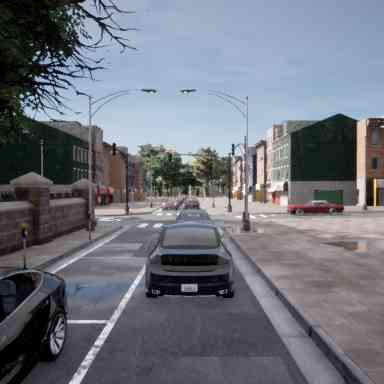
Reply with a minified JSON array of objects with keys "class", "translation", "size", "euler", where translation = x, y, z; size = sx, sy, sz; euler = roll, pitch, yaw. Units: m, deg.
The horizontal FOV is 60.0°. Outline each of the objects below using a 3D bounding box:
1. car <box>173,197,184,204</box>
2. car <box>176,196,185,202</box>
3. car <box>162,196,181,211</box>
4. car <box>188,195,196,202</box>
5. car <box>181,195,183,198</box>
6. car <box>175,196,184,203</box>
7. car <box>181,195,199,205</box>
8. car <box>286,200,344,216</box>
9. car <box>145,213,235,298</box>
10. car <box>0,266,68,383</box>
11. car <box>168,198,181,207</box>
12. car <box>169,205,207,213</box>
[{"class":"car","translation":[-2.733,1.650,68.688],"size":[2.008,1.369,4.403],"euler":[-1,0,0]},{"class":"car","translation":[-2.746,1.693,79.558],"size":[1.947,1.339,4.313],"euler":[-1,0,0]},{"class":"car","translation":[-2.699,1.479,41.515],"size":[1.967,1.590,4.097],"euler":[-1,0,0]},{"class":"car","translation":[-0.100,1.607,80.008],"size":[1.882,1.535,5.008],"euler":[0,0,0]},{"class":"car","translation":[-2.706,1.489,46.949],"size":[1.967,1.590,4.097],"euler":[-1,0,0]},{"class":"car","translation":[-2.739,1.658,74.123],"size":[1.887,1.381,4.507],"euler":[-1,0,0]},{"class":"car","translation":[0.044,1.536,44.672],"size":[2.128,1.511,4.902],"euler":[0,0,0]},{"class":"car","translation":[10.920,1.429,29.802],"size":[4.718,1.301,1.895],"euler":[-1,1,0]},{"class":"car","translation":[-0.033,1.505,8.491],"size":[1.837,1.490,4.892],"euler":[0,0,0]},{"class":"car","translation":[-2.648,1.565,3.195],"size":[1.947,1.339,4.313],"euler":[-1,0,0]},{"class":"car","translation":[-2.712,1.626,52.384],"size":[1.947,1.339,4.313],"euler":[-1,0,0]},{"class":"car","translation":[0.079,1.553,15.936],"size":[2.033,1.411,5.357],"euler":[0,0,0]}]
